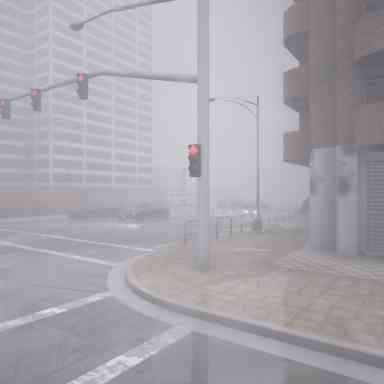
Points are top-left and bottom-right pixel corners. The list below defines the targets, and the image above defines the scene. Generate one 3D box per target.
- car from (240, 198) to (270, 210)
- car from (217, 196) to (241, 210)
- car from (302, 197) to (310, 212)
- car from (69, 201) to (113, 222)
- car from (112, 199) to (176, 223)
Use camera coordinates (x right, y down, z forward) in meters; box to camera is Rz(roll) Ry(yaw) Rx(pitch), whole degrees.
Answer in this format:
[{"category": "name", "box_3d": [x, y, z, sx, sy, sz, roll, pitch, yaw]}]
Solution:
[{"category": "car", "box_3d": [8.318, 1.565, 42.440, 1.994, 1.385, 4.181, 0, 0, 35]}, {"category": "car", "box_3d": [5.175, 1.350, 44.064, 2.097, 1.767, 4.553, 0, 0, 35]}, {"category": "car", "box_3d": [14.413, 1.352, 38.755, 2.097, 1.767, 4.553, 0, 0, 35]}, {"category": "car", "box_3d": [-7.348, 1.477, 26.490, 1.882, 1.535, 5.008, 0, 0, 35]}, {"category": "car", "box_3d": [-3.574, 1.526, 25.734, 1.812, 1.442, 4.674, 0, 0, 35]}]
